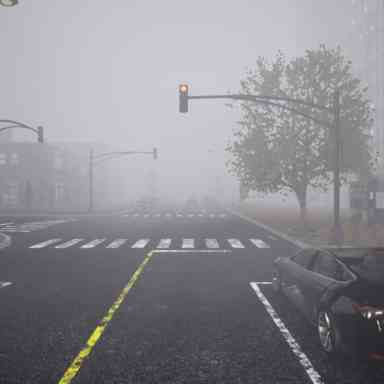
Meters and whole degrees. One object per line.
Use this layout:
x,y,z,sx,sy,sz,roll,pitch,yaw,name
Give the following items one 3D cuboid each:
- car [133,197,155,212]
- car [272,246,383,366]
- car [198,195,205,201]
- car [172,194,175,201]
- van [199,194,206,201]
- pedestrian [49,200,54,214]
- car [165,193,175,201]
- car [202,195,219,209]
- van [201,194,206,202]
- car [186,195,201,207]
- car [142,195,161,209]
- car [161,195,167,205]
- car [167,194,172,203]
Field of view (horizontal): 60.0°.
-5.729,1.584,38.267,1.802,1.307,4.206,0,0,0,car
2.688,1.566,5.801,1.947,1.339,4.313,0,0,0,car
2.594,1.534,88.408,1.752,1.417,4.829,0,0,0,car
-5.780,1.558,82.675,2.008,1.369,4.403,0,0,0,car
2.602,1.349,82.687,1.690,1.788,3.998,0,0,0,van
-12.783,1.318,30.262,0.375,1.300,0.375,0,-1,-1,pedestrian
-5.786,1.324,88.227,2.192,1.841,5.009,0,0,0,car
2.644,1.528,44.000,1.752,1.417,4.829,0,0,0,car
2.639,1.345,49.382,1.690,1.788,3.998,0,0,0,van
0.041,1.567,50.991,1.994,1.385,4.181,0,0,0,car
-5.735,1.318,43.818,2.192,1.841,5.009,0,0,0,car
-5.748,1.555,54.921,2.008,1.369,4.403,0,0,0,car
-5.767,1.531,71.404,1.752,1.417,4.829,0,0,0,car
